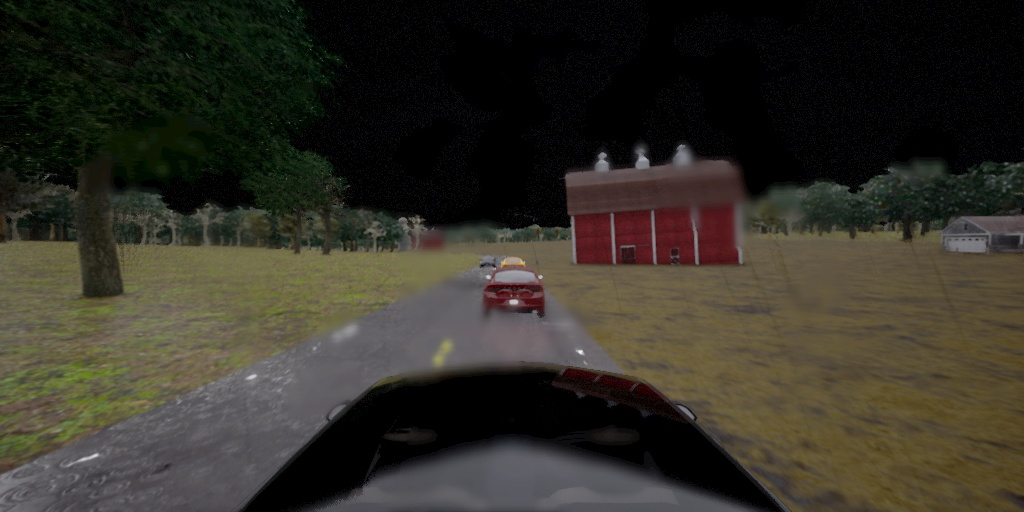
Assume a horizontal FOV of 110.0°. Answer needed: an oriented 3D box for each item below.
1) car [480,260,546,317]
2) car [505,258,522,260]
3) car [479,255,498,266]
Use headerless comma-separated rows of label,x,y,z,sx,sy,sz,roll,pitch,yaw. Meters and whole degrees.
car,0.085,1.093,12.495,1.882,1.535,5.008,0,1,0
car,0.089,0.875,28.992,1.882,1.535,5.008,0,1,0
car,-2.834,0.689,43.312,1.837,1.490,4.892,0,1,0
